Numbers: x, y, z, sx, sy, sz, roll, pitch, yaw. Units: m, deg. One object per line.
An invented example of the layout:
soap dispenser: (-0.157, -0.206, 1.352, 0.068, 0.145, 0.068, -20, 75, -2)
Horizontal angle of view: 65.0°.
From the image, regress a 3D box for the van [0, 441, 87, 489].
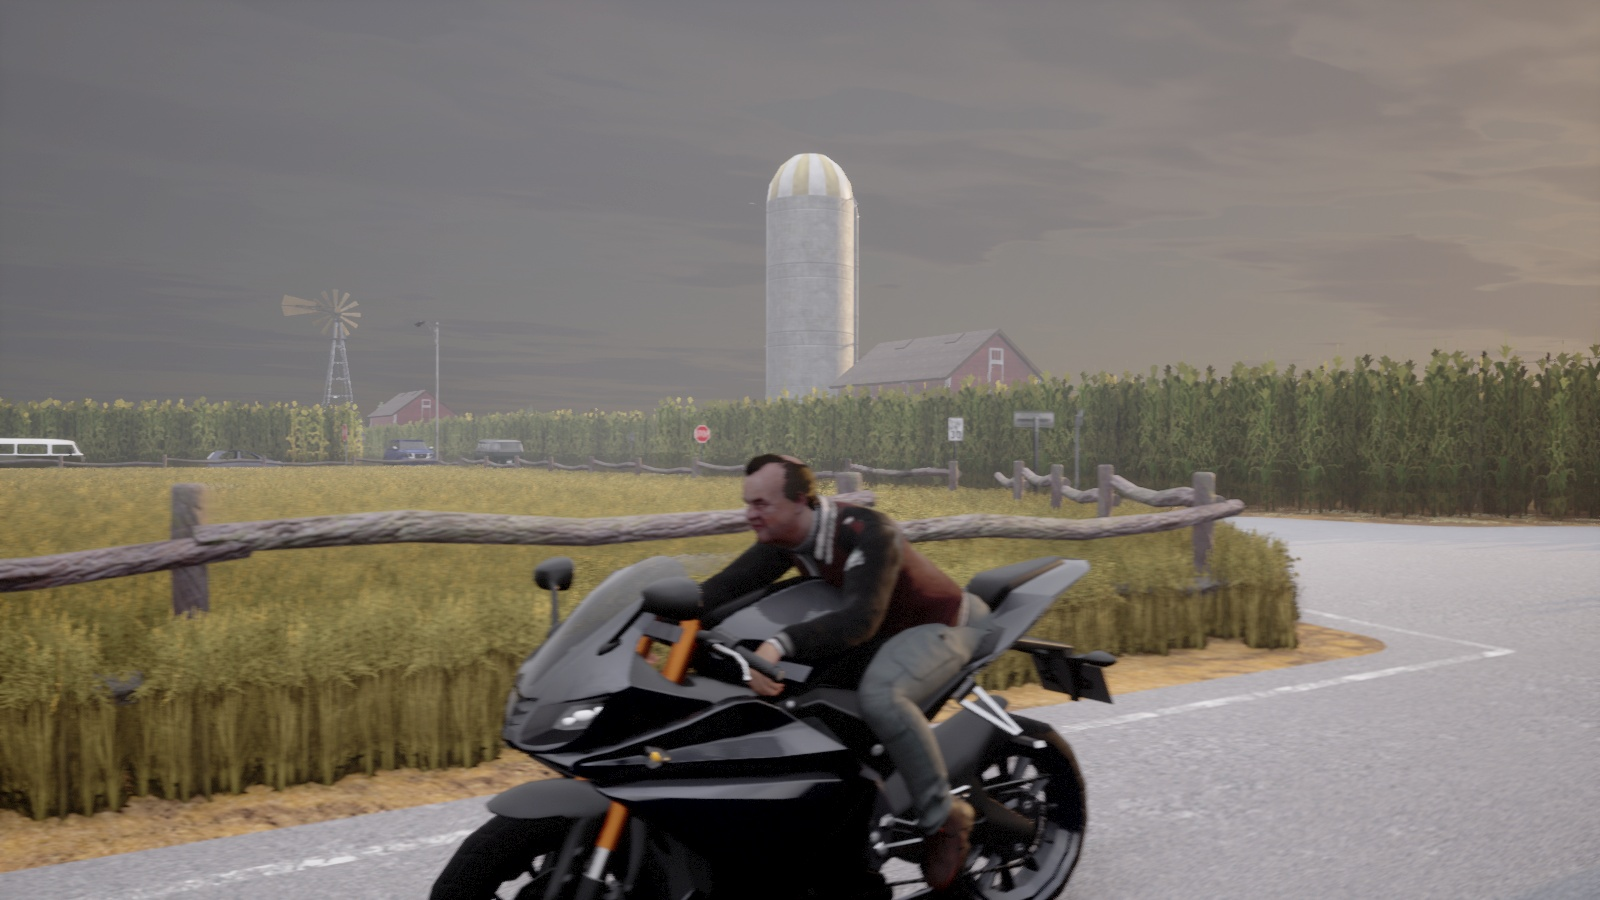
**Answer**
van: (-33.530, 0.649, 54.481, 4.480, 2.038, 2.069, 0, 0, -31)

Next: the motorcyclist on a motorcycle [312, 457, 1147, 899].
motorcyclist on a motorcycle: (-0.111, 0.789, 3.503, 2.191, 1.530, 0.866, 0, 0, -34)

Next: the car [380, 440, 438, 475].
car: (-24.060, 0.446, 77.154, 2.150, 2.045, 5.566, 0, 0, -31)

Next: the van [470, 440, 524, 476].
van: (-17.443, 0.446, 72.213, 1.775, 1.987, 4.442, 0, 0, -31)

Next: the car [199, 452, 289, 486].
car: (-26.128, 0.883, 59.006, 3.633, 1.501, 1.845, -1, 0, -31)
